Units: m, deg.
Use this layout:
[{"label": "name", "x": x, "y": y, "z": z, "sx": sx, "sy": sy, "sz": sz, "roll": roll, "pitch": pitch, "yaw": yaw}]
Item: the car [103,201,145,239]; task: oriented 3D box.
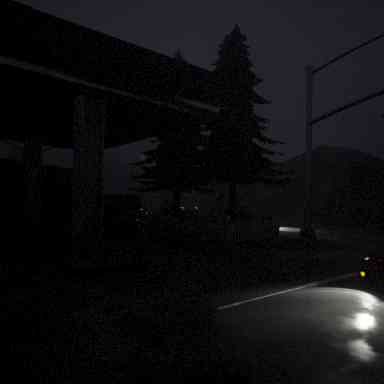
[{"label": "car", "x": -4.506, "y": 1.445, "z": 18.311, "sx": 1.905, "sy": 1.878, "sz": 3.866, "roll": 1, "pitch": 0, "yaw": -36}]

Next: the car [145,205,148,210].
[{"label": "car", "x": -7.462, "y": 1.661, "z": 41.344, "sx": 2.033, "sy": 1.411, "sz": 5.357, "roll": 1, "pitch": 0, "yaw": -35}]

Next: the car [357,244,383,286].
[{"label": "car", "x": 6.035, "y": 1.628, "z": 8.382, "sx": 4.181, "sy": 1.385, "sz": 1.994, "roll": 1, "pitch": 0, "yaw": -36}]

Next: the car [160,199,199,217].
[{"label": "car", "x": -1.310, "y": 1.537, "z": 32.682, "sx": 2.097, "sy": 1.767, "sz": 4.553, "roll": 1, "pitch": 0, "yaw": -36}]

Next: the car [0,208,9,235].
[{"label": "car", "x": -11.637, "y": 1.520, "z": 18.491, "sx": 2.242, "sy": 1.667, "sz": 4.611, "roll": 1, "pitch": 0, "yaw": -36}]

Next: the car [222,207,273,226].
[{"label": "car", "x": 4.111, "y": 1.813, "z": 25.044, "sx": 1.994, "sy": 1.385, "sz": 4.181, "roll": 1, "pitch": 0, "yaw": -35}]
